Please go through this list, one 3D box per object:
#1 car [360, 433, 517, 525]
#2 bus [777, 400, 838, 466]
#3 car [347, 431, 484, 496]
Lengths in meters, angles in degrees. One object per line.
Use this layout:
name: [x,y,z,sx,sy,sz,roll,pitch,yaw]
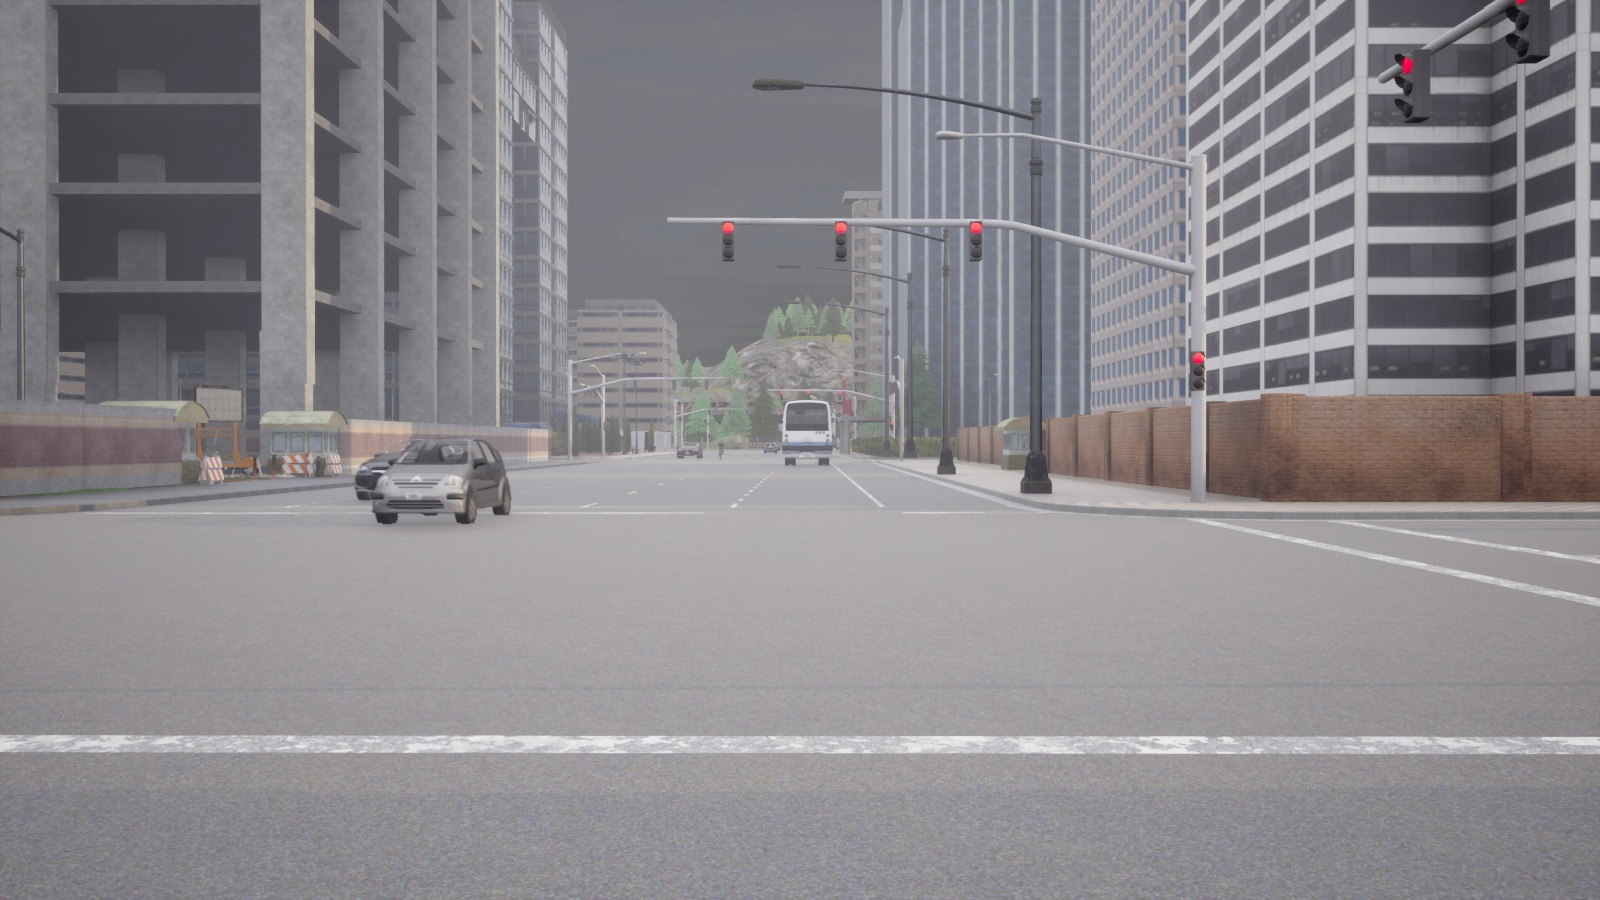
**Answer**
car: [-6.852,0.502,24.243,1.851,1.617,3.988,0,0,0]
bus: [0.487,-1.117,86.421,3.944,4.253,10.273,0,0,0]
car: [-10.298,0.324,34.089,2.152,1.651,5.027,0,0,0]
